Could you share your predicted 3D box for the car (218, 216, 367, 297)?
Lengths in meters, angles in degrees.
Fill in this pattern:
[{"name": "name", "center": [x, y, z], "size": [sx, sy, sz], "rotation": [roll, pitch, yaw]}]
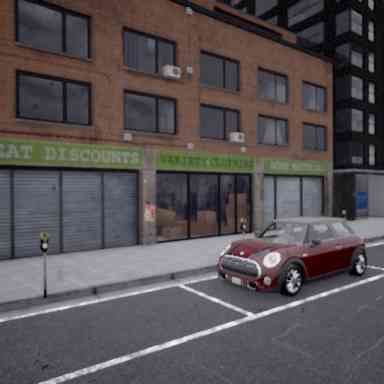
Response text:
[{"name": "car", "center": [2.581, 1.388, 8.398], "size": [4.097, 1.590, 1.967], "rotation": [-1, 0, -36]}]
